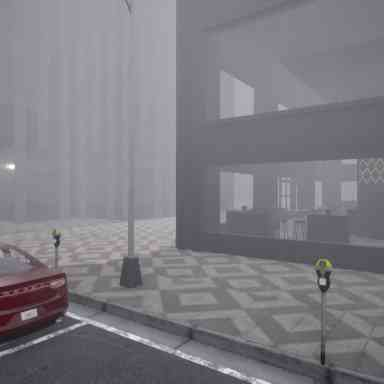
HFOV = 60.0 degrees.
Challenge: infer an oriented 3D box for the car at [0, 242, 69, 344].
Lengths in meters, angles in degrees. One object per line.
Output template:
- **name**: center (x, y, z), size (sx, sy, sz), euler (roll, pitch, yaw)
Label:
- **car**: center (-4.044, 1.544, 5.867), size (4.507, 1.381, 1.887), euler (0, 0, 36)
